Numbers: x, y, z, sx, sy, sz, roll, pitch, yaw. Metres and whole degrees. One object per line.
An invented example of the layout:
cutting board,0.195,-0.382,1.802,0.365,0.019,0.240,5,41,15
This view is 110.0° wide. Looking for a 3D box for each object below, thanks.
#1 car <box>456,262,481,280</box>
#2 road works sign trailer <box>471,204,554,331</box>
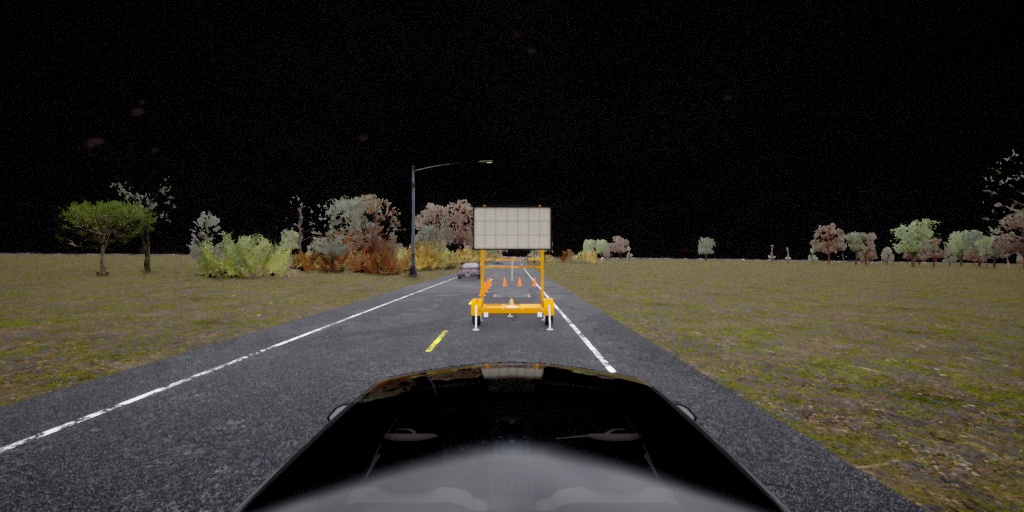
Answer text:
car,-3.570,1.292,31.332,1.812,1.442,4.674,0,0,0
road works sign trailer,0.007,0.218,11.055,2.380,3.560,2.880,0,0,-1
